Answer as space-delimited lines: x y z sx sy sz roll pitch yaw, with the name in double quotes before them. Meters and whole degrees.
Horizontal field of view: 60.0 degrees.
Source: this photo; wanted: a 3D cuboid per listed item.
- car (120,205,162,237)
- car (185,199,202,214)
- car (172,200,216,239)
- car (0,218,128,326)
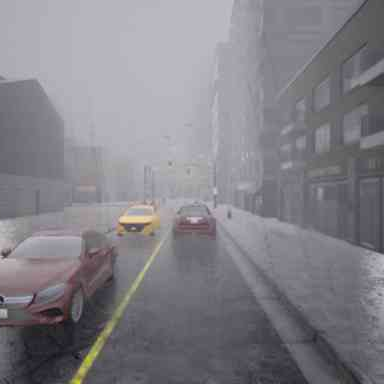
"car" -2.784 1.501 18.541 1.882 1.535 5.008 0 0 1
"car" 0.114 1.589 37.727 1.812 1.442 4.674 0 0 0
"car" 0.107 1.374 17.478 2.097 1.767 4.553 0 0 0
"car" -2.836 1.534 7.208 1.812 1.442 4.674 0 0 0
